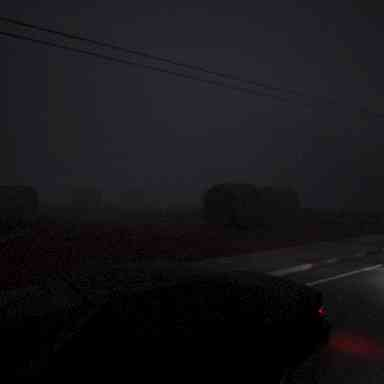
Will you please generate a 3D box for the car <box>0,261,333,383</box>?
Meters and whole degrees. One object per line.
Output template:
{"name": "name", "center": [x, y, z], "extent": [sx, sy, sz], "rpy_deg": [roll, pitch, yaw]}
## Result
{"name": "car", "center": [-0.734, 1.544, 3.470], "extent": [5.357, 1.411, 2.033], "rpy_deg": [0, 0, -36]}
